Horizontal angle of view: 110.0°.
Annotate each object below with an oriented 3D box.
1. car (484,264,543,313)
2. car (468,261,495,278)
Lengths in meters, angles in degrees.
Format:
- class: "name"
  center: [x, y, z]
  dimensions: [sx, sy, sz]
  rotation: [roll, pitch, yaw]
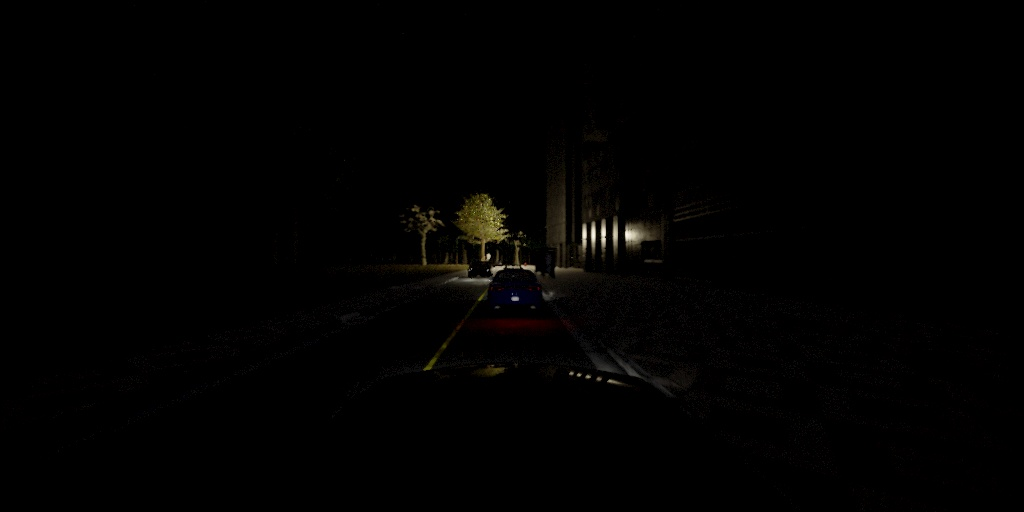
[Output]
- class: "car"
  center: [0.104, 1.234, 14.057]
  dimensions: [1.882, 1.535, 5.008]
  rotation: [0, 0, 0]
- class: "car"
  center: [-3.087, 1.257, 35.369]
  dimensions: [2.097, 1.767, 4.553]
  rotation: [0, -1, 0]
